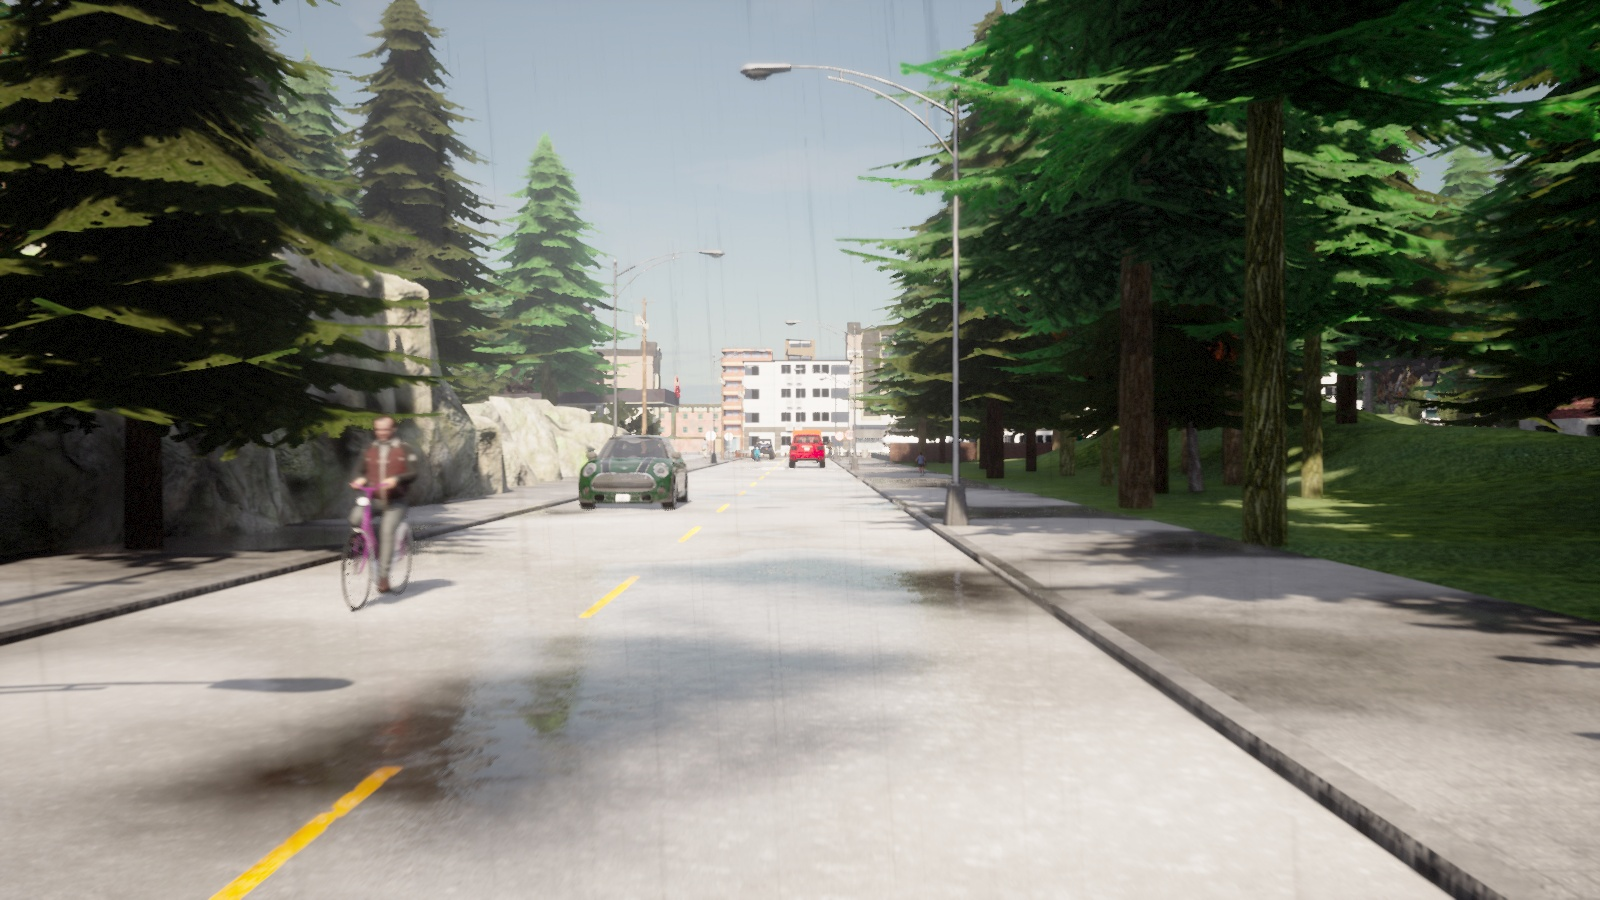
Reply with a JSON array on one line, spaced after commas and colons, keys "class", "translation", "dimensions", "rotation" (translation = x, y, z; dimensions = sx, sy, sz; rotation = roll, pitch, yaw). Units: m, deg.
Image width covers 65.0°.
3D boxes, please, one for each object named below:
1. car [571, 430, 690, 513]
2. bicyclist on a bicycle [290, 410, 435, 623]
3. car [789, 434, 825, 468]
[{"class": "car", "translation": [-3.818, 0.438, 29.068], "dimensions": [2.097, 1.767, 4.553], "rotation": [0, 0, 0]}, {"class": "bicyclist on a bicycle", "translation": [-3.919, 0.549, 11.401], "dimensions": [0.659, 1.776, 1.843], "rotation": [0, 0, 0]}, {"class": "car", "translation": [0.449, 0.032, 77.002], "dimensions": [2.150, 2.045, 5.566], "rotation": [0, 0, 1]}]
